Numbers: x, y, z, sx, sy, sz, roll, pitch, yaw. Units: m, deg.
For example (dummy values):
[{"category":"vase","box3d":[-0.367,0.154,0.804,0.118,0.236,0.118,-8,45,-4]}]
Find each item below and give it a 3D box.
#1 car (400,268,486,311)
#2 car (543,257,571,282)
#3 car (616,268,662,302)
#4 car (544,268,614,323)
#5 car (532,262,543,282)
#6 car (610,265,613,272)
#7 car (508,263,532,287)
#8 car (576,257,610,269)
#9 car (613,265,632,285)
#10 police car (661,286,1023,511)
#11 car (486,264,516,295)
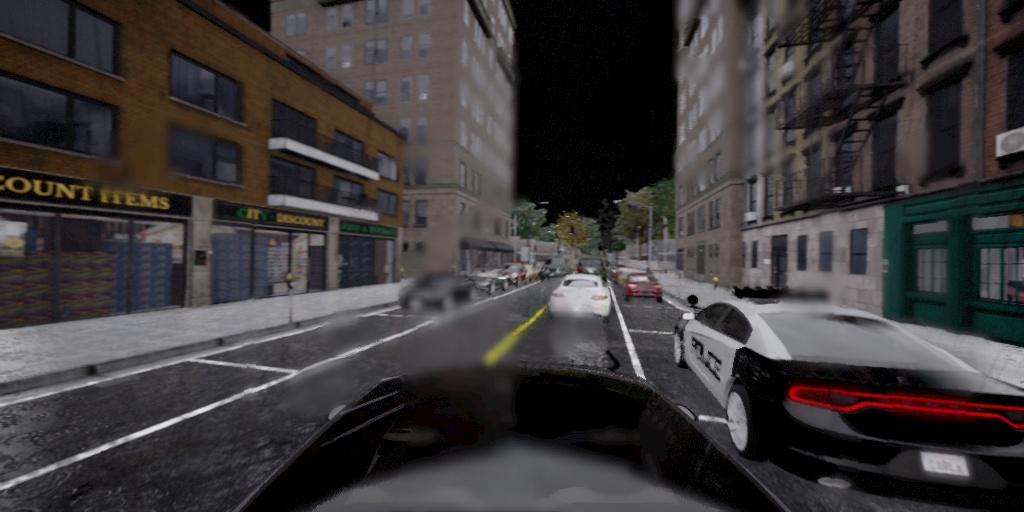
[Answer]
[{"category":"car","box3d":[-2.754,1.292,14.353,1.948,1.339,4.313,0,0,14]},{"category":"car","box3d":[3.816,1.107,30.346,2.150,2.045,5.566,1,0,14]},{"category":"car","box3d":[6.356,1.480,17.797,1.802,1.307,4.207,0,0,14]},{"category":"car","box3d":[2.457,1.342,12.528,1.812,1.442,4.674,1,0,14]},{"category":"car","box3d":[1.159,1.363,30.264,1.751,1.417,4.829,0,0,14]},{"category":"car","box3d":[8.992,1.519,28.514,1.888,1.381,4.507,0,0,14]},{"category":"car","box3d":[-0.118,1.239,25.070,1.967,1.591,4.097,0,0,14]},{"category":"car","box3d":[5.813,1.131,26.151,2.150,2.045,5.566,1,0,14]},{"category":"car","box3d":[7.715,1.461,23.321,1.751,1.417,4.829,0,0,14]},{"category":"police car","box3d":[3.600,1.246,4.978,1.930,1.638,5.238,1,0,14]},{"category":"car","box3d":[-1.436,1.312,19.711,2.007,1.370,4.403,0,0,14]}]
